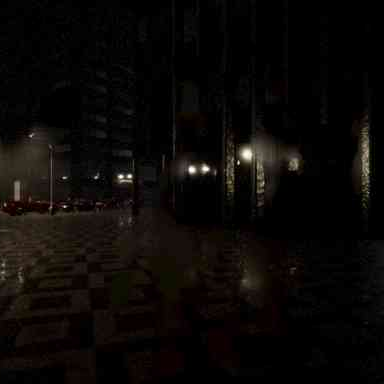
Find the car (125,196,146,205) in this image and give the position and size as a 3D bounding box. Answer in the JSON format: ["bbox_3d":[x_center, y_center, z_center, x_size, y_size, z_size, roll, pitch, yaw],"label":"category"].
[{"bbox_3d":[-9.542,1.429,55.371,1.967,1.590,4.097,0,0,35],"label":"car"}]

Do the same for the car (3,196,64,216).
[{"bbox_3d":[-15.399,1.323,31.953,2.192,1.841,5.009,0,0,35],"label":"car"}]

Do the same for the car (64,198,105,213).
[{"bbox_3d":[-12.186,1.571,36.589,1.947,1.339,4.313,0,0,35],"label":"car"}]

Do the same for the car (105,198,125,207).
[{"bbox_3d":[-12.754,1.574,50.736,1.802,1.307,4.206,0,0,35],"label":"car"}]

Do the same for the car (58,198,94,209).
[{"bbox_3d":[-15.967,1.540,46.101,1.887,1.381,4.507,0,0,35],"label":"car"}]
